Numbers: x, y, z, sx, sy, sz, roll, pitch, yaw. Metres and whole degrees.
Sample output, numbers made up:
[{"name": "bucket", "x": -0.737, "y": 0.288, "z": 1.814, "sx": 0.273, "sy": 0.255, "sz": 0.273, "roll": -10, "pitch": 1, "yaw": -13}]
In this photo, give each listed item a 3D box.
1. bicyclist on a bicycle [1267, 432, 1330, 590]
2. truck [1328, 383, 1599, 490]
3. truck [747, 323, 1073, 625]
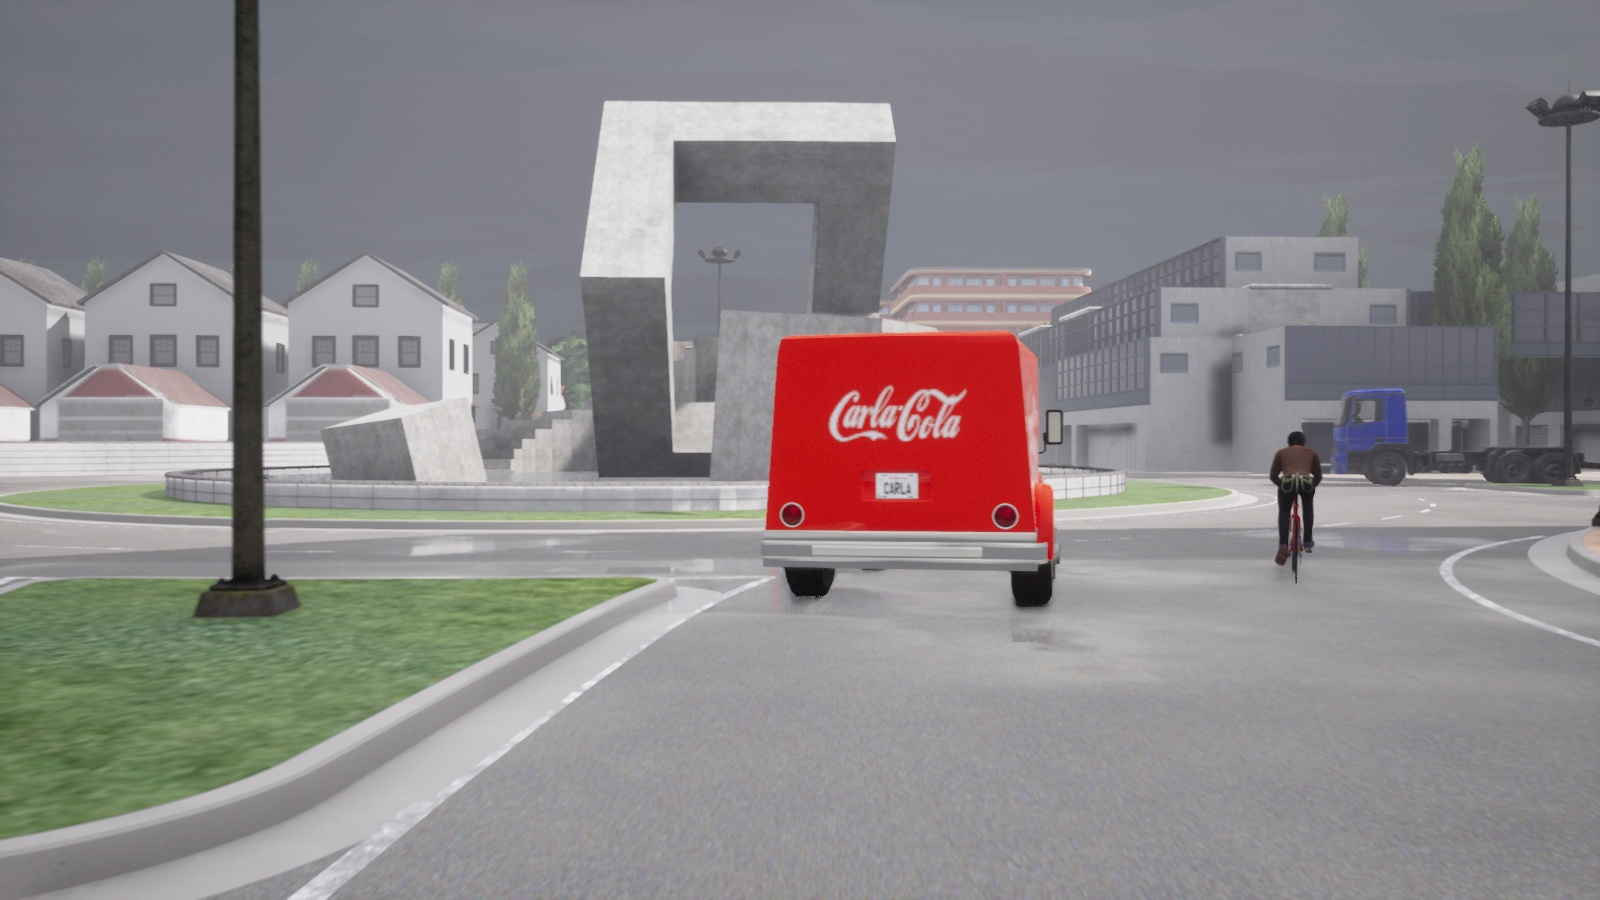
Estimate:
[{"name": "bicyclist on a bicycle", "x": 5.463, "y": 0.627, "z": 13.792, "sx": 0.582, "sy": 1.620, "sz": 1.656, "roll": 1, "pitch": 0, "yaw": 21}, {"name": "truck", "x": 22.565, "y": -0.457, "z": 43.201, "sx": 7.936, "sy": 3.462, "sz": 2.891, "roll": 0, "pitch": 0, "yaw": 19}, {"name": "truck", "x": 1.434, "y": 0.187, "z": 13.104, "sx": 2.627, "sy": 2.467, "sz": 5.204, "roll": 0, "pitch": 0, "yaw": 14}]
